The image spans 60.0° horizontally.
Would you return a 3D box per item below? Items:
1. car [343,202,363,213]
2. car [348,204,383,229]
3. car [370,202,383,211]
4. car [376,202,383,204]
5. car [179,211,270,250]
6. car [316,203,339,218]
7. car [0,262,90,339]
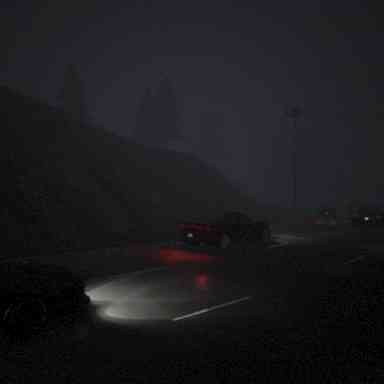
[{"bbox_3d":[19.682,1.951,40.043,2.033,1.411,5.357,0,0,14],"label":"car"},{"bbox_3d":[12.887,1.814,24.315,1.994,1.385,4.181,0,-1,30],"label":"car"},{"bbox_3d":[28.585,2.131,49.783,1.895,1.301,4.718,0,0,8],"label":"car"},{"bbox_3d":[23.489,2.038,41.172,1.895,1.301,4.718,0,0,13],"label":"car"},{"bbox_3d":[1.642,1.588,15.027,1.882,1.535,5.008,0,0,44],"label":"car"},{"bbox_3d":[13.842,1.848,34.126,1.812,1.442,4.674,1,0,23],"label":"car"},{"bbox_3d":[-4.373,1.548,4.854,5.357,1.411,2.033,1,0,-37],"label":"car"}]
